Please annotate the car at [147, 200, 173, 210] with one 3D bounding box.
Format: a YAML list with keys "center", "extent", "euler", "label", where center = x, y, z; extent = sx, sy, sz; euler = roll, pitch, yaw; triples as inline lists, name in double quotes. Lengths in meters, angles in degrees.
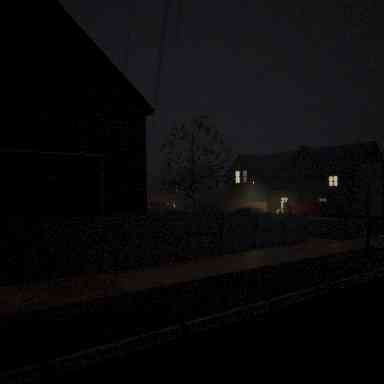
- center: [-4.337, 2.018, 39.024]
  extent: [2.150, 2.045, 5.566]
  euler: [-1, -1, -36]
  label: "car"

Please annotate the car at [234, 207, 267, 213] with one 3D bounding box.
- center: [4.834, 1.949, 26.225]
  extent: [1.812, 1.442, 4.674]
  euler: [-1, -1, -36]
  label: "car"

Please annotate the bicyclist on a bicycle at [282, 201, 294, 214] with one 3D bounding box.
- center: [8.838, 1.667, 30.682]
  extent: [1.656, 1.620, 0.582]
  euler: [-1, 0, -36]
  label: "bicyclist on a bicycle"
